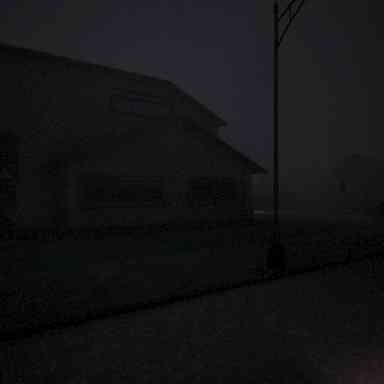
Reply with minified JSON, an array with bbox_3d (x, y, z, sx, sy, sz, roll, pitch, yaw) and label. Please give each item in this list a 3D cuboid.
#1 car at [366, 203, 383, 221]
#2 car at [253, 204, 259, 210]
[{"bbox_3d":[15.591,1.495,24.723,2.128,1.511,4.902,0,0,-30],"label":"car"},{"bbox_3d":[5.392,1.550,39.496,2.033,1.411,5.357,0,0,-35],"label":"car"}]
